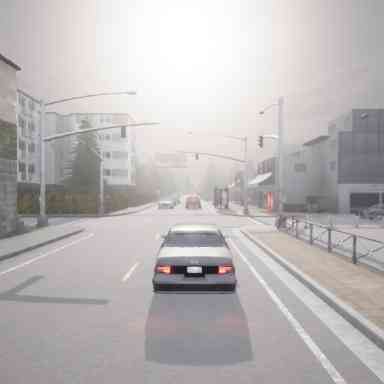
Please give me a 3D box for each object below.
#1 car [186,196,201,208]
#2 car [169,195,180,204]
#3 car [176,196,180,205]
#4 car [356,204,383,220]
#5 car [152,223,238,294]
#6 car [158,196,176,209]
[{"bbox_3d":[0.171,1.352,48.682,2.097,1.767,4.553,0,0,0],"label":"car"},{"bbox_3d":[-3.440,1.478,65.975,1.882,1.535,5.008,0,0,0],"label":"car"},{"bbox_3d":[-3.508,1.505,55.834,1.837,1.490,4.892,0,0,0],"label":"car"},{"bbox_3d":[16.756,1.740,29.296,4.181,1.385,1.994,0,0,0],"label":"car"},{"bbox_3d":[0.072,1.547,8.922,2.033,1.411,5.357,0,0,1],"label":"car"},{"bbox_3d":[-3.534,1.526,45.830,1.812,1.442,4.674,0,0,0],"label":"car"}]
